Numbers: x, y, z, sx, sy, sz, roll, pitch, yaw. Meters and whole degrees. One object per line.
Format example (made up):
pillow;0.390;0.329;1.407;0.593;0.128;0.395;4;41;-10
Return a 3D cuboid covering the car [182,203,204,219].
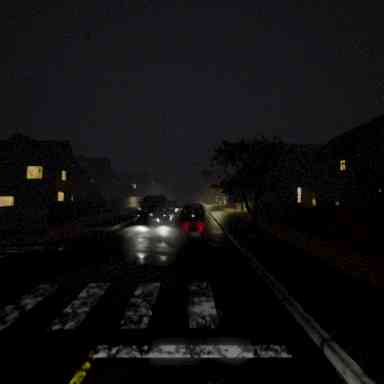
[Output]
car;0.088;1.646;29.386;1.895;1.301;4.718;0;0;0

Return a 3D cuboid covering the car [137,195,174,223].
car;-2.859;1.261;26.017;2.150;2.045;5.566;0;0;0

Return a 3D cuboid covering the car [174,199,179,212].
car;-2.861;1.616;37.110;2.033;1.411;5.357;0;0;0

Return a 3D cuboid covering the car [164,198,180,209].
car;-2.855;1.662;48.565;2.033;1.411;5.357;0;0;0
